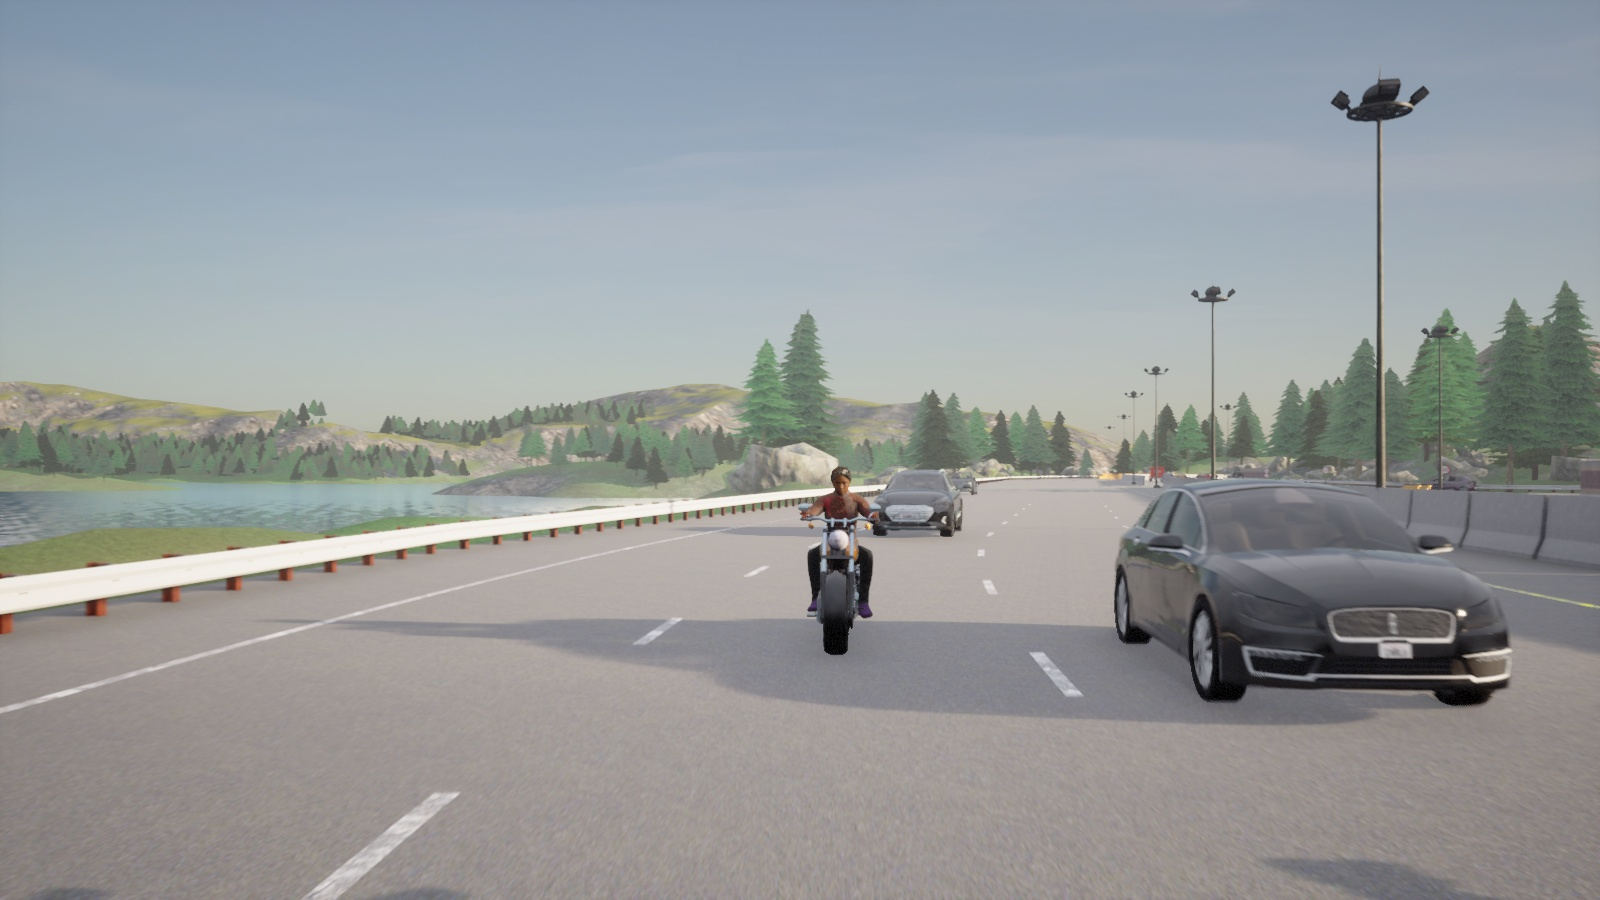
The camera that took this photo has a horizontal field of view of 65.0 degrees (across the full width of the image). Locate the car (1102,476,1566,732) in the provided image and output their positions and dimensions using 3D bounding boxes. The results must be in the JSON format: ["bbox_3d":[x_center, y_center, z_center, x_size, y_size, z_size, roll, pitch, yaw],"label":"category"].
[{"bbox_3d":[3.758,0.972,9.933,1.837,1.490,4.892,-1,-1,4],"label":"car"}]

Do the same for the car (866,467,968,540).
[{"bbox_3d":[3.007,1.258,31.430,2.033,1.649,4.856,0,-1,11],"label":"car"}]

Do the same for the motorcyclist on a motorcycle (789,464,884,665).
[{"bbox_3d":[0.374,0.957,11.517,0.766,1.649,2.350,0,-1,4],"label":"motorcyclist on a motorcycle"}]

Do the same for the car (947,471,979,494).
[{"bbox_3d":[11.015,2.169,84.593,1.789,1.549,3.705,0,-1,12],"label":"car"}]
